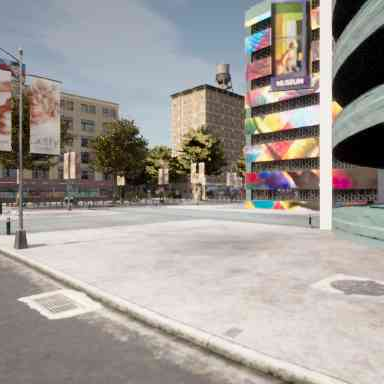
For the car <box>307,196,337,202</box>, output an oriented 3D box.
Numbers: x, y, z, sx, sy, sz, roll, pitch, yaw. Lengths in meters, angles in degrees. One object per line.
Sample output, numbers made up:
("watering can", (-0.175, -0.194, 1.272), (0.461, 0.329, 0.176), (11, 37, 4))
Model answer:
("car", (14.988, 1.320, 39.729), (4.674, 1.452, 2.002), (0, 0, -44))
